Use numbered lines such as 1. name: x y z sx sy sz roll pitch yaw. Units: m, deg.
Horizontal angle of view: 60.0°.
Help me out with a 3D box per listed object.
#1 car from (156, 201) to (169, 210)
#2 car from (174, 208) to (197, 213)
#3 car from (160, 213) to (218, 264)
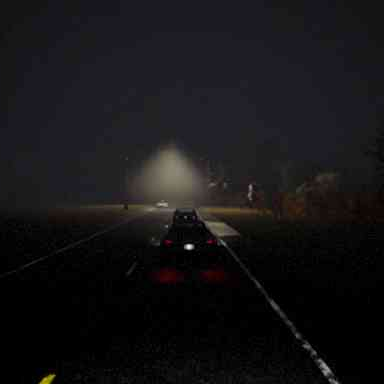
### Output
1. car: -5.032 2.205 56.680 1.812 1.442 4.674 0 -1 -1
2. car: -0.525 1.930 26.776 1.895 1.301 4.718 0 -1 -1
3. car: -0.119 1.723 12.506 1.994 1.385 4.181 0 -1 -1
